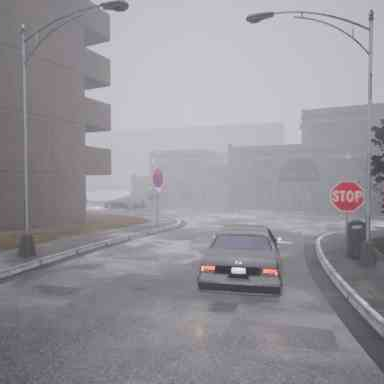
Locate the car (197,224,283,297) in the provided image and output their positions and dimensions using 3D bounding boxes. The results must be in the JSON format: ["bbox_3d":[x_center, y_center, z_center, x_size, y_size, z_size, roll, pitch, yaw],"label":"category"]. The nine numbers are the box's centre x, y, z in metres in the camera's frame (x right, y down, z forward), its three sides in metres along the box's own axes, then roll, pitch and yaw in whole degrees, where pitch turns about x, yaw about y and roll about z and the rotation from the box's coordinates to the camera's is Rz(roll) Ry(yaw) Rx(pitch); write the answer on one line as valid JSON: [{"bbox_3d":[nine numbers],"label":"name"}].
[{"bbox_3d":[1.410,1.579,8.887,2.033,1.411,5.357,0,0,12],"label":"car"}]

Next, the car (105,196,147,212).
[{"bbox_3d":[-7.166,1.194,35.624,4.902,1.511,2.128,2,3,28],"label":"car"}]
